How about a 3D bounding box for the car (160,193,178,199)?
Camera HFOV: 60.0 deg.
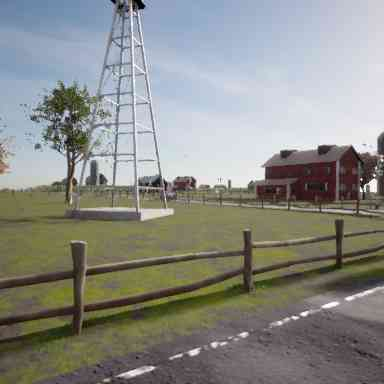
[{"bbox_3d":[-4.503,0.838,63.651,1.812,1.442,4.674,1,0,-35],"label":"car"}]
